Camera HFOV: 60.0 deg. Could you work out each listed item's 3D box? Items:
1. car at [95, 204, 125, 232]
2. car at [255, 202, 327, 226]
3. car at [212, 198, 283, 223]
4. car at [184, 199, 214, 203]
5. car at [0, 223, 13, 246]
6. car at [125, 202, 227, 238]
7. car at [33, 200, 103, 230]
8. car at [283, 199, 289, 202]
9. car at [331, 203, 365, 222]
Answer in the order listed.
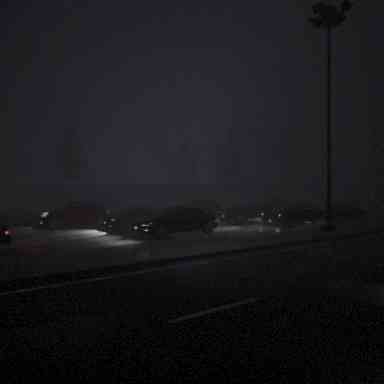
[{"bbox_3d":[-3.312,1.553,20.035,4.181,1.385,1.994,0,0,-36],"label":"car"},{"bbox_3d":[6.905,1.582,23.009,4.718,1.301,1.895,0,0,-35],"label":"car"},{"bbox_3d":[4.278,1.471,25.433,4.902,1.511,2.128,0,0,-35],"label":"car"},{"bbox_3d":[0.156,1.335,26.801,4.553,1.767,2.097,0,0,-35],"label":"car"},{"bbox_3d":[-9.272,1.545,11.506,5.357,1.411,2.033,0,0,-35],"label":"car"},{"bbox_3d":[-0.748,1.494,17.560,4.892,1.490,1.837,0,0,-35],"label":"car"},{"bbox_3d":[-7.597,1.342,21.284,4.553,1.767,2.097,0,0,-35],"label":"car"},{"bbox_3d":[9.556,1.540,29.085,4.181,1.385,1.994,0,0,-35],"label":"car"},{"bbox_3d":[11.562,1.576,26.216,4.718,1.301,1.895,0,0,-35],"label":"car"}]
